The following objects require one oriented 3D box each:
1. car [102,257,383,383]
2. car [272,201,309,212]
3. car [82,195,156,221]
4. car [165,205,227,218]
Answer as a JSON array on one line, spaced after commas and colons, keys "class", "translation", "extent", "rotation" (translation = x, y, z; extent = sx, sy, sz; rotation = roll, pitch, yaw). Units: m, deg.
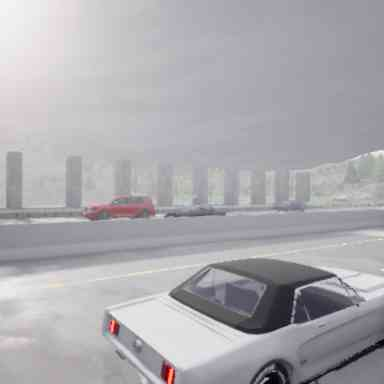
[{"class": "car", "translation": [1.329, 1.628, 4.676], "extent": [4.718, 1.301, 1.895], "rotation": [1, 0, -35]}, {"class": "car", "translation": [12.676, 1.813, 42.539], "extent": [5.357, 1.411, 2.033], "rotation": [1, 0, -35]}, {"class": "car", "translation": [-5.522, 1.266, 25.733], "extent": [5.566, 2.045, 2.150], "rotation": [1, 0, -35]}, {"class": "car", "translation": [0.302, 1.695, 25.490], "extent": [4.718, 1.301, 1.895], "rotation": [1, 0, -34]}]
